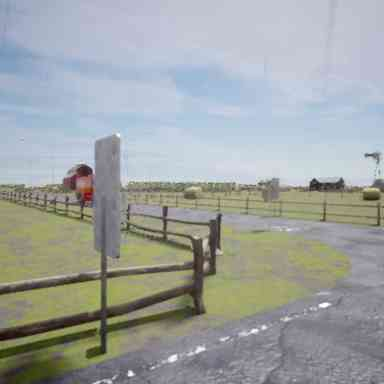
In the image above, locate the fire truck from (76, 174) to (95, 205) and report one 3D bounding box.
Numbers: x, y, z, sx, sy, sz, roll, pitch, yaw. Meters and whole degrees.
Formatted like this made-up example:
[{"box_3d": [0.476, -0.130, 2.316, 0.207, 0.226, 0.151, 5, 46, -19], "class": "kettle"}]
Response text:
[{"box_3d": [-12.153, -0.382, 42.560, 2.891, 3.827, 8.468, 0, 1, -36], "class": "fire truck"}]
